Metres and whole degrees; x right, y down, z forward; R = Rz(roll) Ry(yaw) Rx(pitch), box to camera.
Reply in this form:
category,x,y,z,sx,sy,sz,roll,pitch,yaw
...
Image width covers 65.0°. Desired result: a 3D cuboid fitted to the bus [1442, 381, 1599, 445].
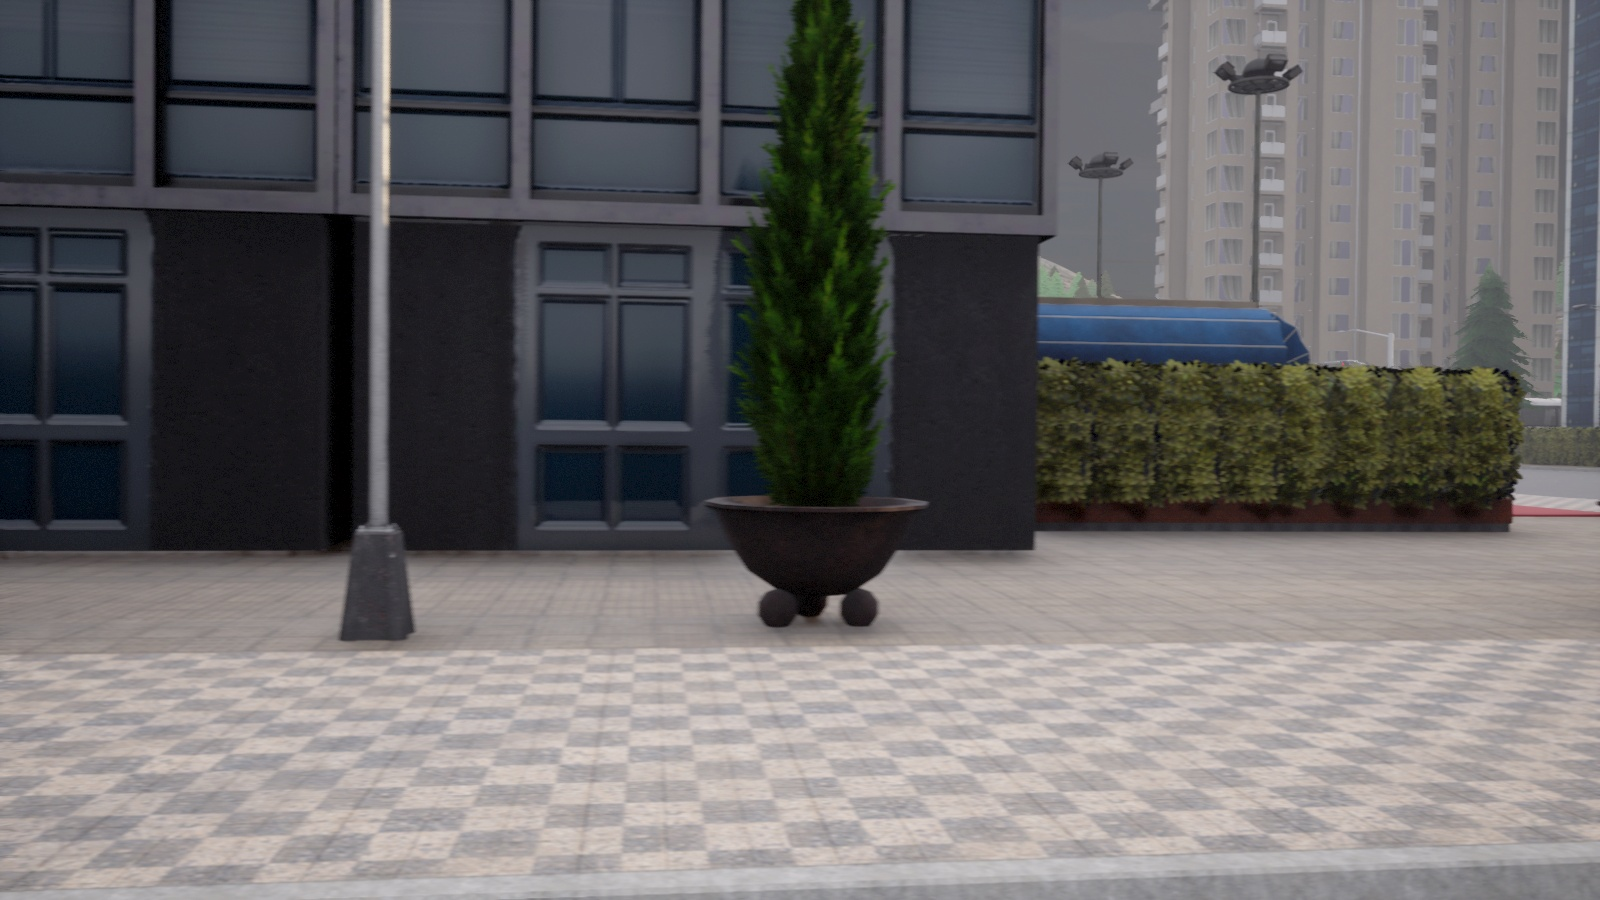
category,x,y,z,sx,sy,sz,roll,pitch,yaw
bus,49.823,-2.512,85.667,10.273,4.253,3.944,-1,1,-7
